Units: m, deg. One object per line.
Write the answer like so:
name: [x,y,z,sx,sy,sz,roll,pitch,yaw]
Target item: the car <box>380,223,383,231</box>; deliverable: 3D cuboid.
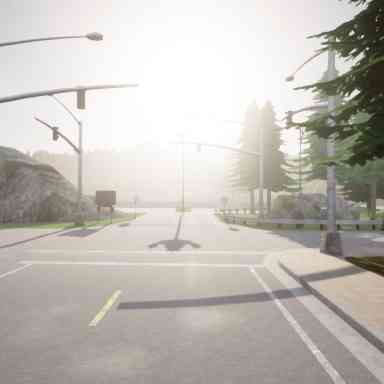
car: [15.040,2.057,21.130,5.357,1.411,2.033,0,-1,-2]
